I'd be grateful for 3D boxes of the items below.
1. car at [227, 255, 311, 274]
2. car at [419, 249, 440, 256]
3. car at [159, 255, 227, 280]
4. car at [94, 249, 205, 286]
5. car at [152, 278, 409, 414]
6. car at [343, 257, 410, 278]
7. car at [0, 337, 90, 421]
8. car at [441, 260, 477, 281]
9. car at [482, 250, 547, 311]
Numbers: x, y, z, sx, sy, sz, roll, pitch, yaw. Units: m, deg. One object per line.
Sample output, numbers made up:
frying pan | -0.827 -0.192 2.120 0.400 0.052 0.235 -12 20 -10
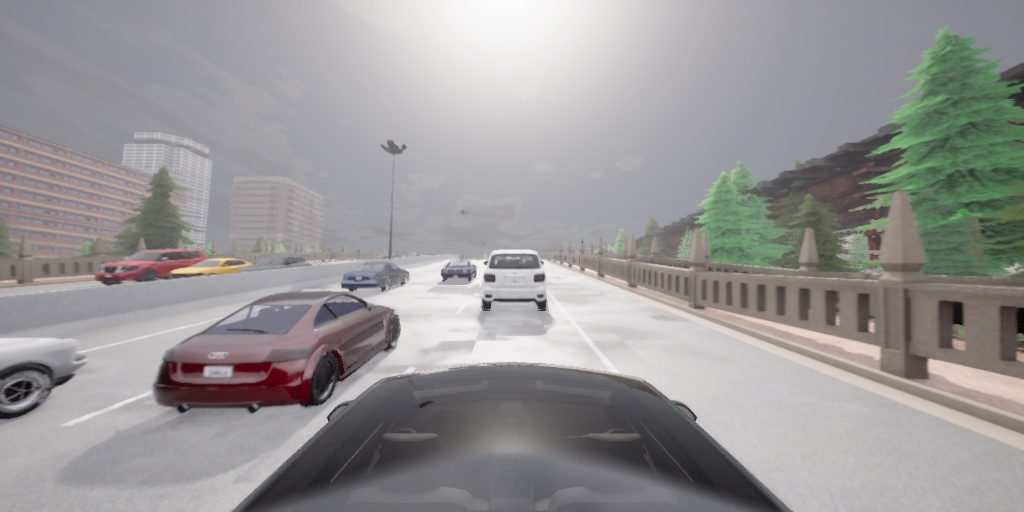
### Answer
car | -14.126 0.750 21.544 2.097 1.767 4.553 0 1 0
car | -14.108 -0.225 63.282 2.150 2.045 5.566 0 0 0
car | -17.625 0.878 21.528 1.882 1.535 5.008 0 1 0
car | -21.126 0.624 21.511 2.150 2.045 5.566 0 1 0
car | -3.425 1.286 6.190 1.994 1.385 4.181 0 1 0
car | -6.956 1.001 18.804 2.033 1.411 5.357 0 1 0
car | -6.940 1.351 2.884 1.895 1.301 4.718 0 0 0
car | -3.443 0.934 24.150 1.895 1.301 4.718 0 1 0
car | 0.082 0.786 13.644 2.150 2.045 5.566 0 1 0
